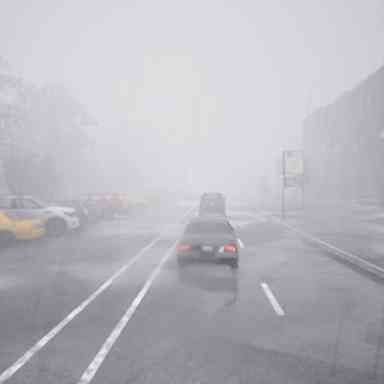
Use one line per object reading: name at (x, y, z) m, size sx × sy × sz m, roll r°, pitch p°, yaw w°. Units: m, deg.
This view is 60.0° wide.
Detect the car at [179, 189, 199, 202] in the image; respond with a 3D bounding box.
car at (-0.291, 0.703, 51.637) m, size 1.837 × 1.490 × 4.892 m, roll 0°, pitch 1°, yaw 7°

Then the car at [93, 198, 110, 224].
car at (-8.273, 1.399, 22.715) m, size 4.792 × 1.488 × 2.163 m, roll -1°, pitch 1°, yaw -16°

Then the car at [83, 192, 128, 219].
car at (-8.054, 1.069, 25.677) m, size 5.566 × 2.045 × 2.435 m, roll -1°, pitch 1°, yaw -16°

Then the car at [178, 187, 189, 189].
car at (-3.708, 0.312, 67.057) m, size 4.892 × 1.521 × 2.231 m, roll -1°, pitch 1°, yaw -13°

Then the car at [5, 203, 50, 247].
car at (-9.013, 1.452, 13.758) m, size 5.366 × 1.575 × 1.946 m, roll -1°, pitch 1°, yaw -17°

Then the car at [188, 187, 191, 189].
car at (-3.271, 0.117, 69.995) m, size 4.553 × 1.767 × 2.185 m, roll -1°, pitch 2°, yaw -12°

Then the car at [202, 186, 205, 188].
car at (0.318, -0.230, 93.462) m, size 4.674 × 1.452 × 2.002 m, roll 0°, pitch 1°, yaw -10°

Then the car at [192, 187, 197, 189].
car at (-2.504, -0.142, 75.863) m, size 5.566 × 2.045 × 2.435 m, roll -1°, pitch 1°, yaw -12°

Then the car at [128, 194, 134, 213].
car at (-7.800, 1.263, 28.662) m, size 4.892 × 1.521 × 2.231 m, roll -1°, pitch 1°, yaw -16°

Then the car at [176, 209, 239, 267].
car at (0.572, 1.542, 11.337) m, size 2.033 × 1.411 × 5.357 m, roll 0°, pitch 0°, yaw 4°

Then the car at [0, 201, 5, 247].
car at (-9.039, 1.335, 10.845) m, size 4.553 × 1.767 × 2.185 m, roll -1°, pitch 0°, yaw -17°

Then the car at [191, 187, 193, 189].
car at (-2.896, 0.215, 72.942) m, size 4.674 × 1.452 × 2.002 m, roll -1°, pitch 1°, yaw -12°

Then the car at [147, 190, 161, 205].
car at (-6.735, 0.966, 40.492) m, size 5.008 × 1.535 × 2.097 m, roll -1°, pitch 2°, yaw -15°

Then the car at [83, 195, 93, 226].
car at (-8.427, 1.281, 19.767) m, size 4.553 × 1.767 × 2.185 m, roll -1°, pitch 1°, yaw -16°

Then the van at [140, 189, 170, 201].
van at (-5.950, 0.517, 49.320) m, size 4.442 × 1.987 × 1.878 m, roll -1°, pitch 2°, yaw -14°

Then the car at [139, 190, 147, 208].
car at (-7.321, 0.993, 34.574) m, size 4.553 × 1.767 × 2.185 m, roll -1°, pitch 1°, yaw -15°

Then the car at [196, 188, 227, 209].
car at (1.818, 1.003, 28.917) m, size 2.150 × 2.045 × 5.566 m, roll 0°, pitch 2°, yaw 5°

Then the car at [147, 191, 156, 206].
car at (-7.201, 1.043, 37.489) m, size 5.366 × 1.575 × 1.946 m, roll -1°, pitch 2°, yaw -15°

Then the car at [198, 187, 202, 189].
car at (-0.957, -0.091, 84.725) m, size 5.366 × 1.575 × 1.946 m, roll -1°, pitch 1°, yaw -11°

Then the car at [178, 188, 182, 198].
car at (-4.814, 0.521, 58.209) m, size 5.008 × 1.535 × 2.097 m, roll -1°, pitch 2°, yaw -13°

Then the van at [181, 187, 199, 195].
van at (-0.560, -0.375, 87.642) m, size 4.442 × 1.987 × 1.878 m, roll -1°, pitch 1°, yaw -11°

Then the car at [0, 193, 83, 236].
car at (-8.628, 1.183, 16.803) m, size 5.566 × 2.045 × 2.435 m, roll -1°, pitch 0°, yaw -16°

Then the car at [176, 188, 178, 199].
car at (-5.138, 0.468, 55.260) m, size 4.553 × 1.767 × 2.185 m, roll -1°, pitch 2°, yaw -13°

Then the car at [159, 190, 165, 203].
car at (-6.459, 0.891, 43.456) m, size 5.008 × 1.535 × 2.097 m, roll -1°, pitch 1°, yaw -14°

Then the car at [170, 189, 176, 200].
car at (-5.515, 0.667, 52.316) m, size 5.008 × 1.535 × 2.097 m, roll -1°, pitch 1°, yaw -14°

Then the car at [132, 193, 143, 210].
car at (-7.542, 1.192, 31.619) m, size 5.008 × 1.535 × 2.097 m, roll -1°, pitch 2°, yaw -15°
